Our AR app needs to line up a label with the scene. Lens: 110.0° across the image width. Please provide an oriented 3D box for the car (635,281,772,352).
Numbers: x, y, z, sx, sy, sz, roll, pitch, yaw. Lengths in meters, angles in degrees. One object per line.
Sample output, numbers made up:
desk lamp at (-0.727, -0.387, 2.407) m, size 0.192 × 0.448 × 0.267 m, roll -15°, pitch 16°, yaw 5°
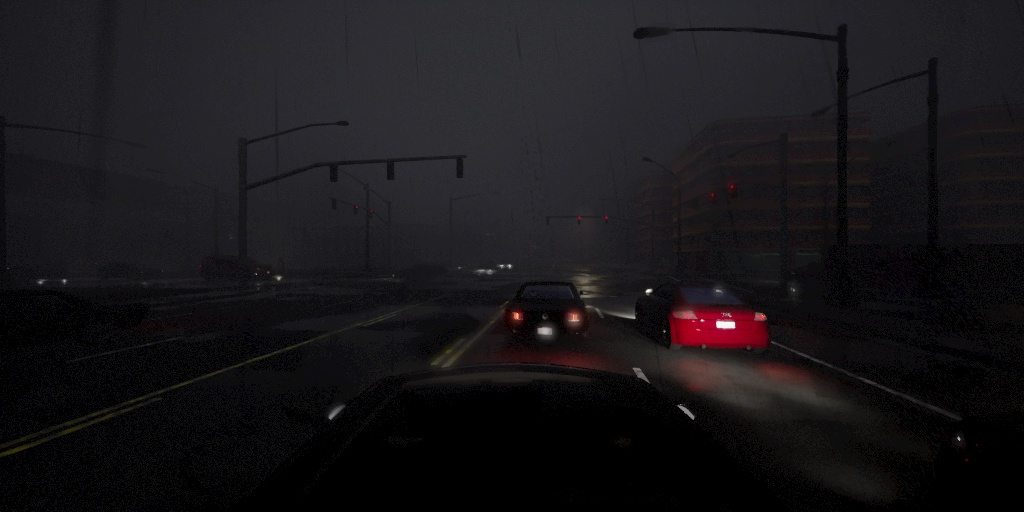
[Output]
car at (4.435, 1.314, 8.990) m, size 1.994 × 1.385 × 4.181 m, roll 0°, pitch 0°, yaw 7°

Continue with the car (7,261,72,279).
car at (-42.464, 1.351, 31.958) m, size 4.718 × 1.301 × 1.895 m, roll 0°, pitch 0°, yaw 13°

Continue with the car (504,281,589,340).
car at (1.035, 1.351, 10.003) m, size 1.895 × 1.301 × 4.718 m, roll 0°, pitch 0°, yaw 8°

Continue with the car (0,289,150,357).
car at (-10.139, 1.351, 6.682) m, size 1.895 × 1.301 × 4.718 m, roll 0°, pitch 0°, yaw 6°

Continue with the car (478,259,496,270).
car at (-3.476, 1.156, 50.365) m, size 1.994 × 1.385 × 4.181 m, roll 0°, pitch 1°, yaw 8°

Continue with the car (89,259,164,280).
car at (-32.397, 1.228, 30.468) m, size 5.008 × 1.535 × 1.882 m, roll 0°, pitch 0°, yaw 7°

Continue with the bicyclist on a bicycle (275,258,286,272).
bicyclist on a bicycle at (-26.263, 1.053, 40.776) m, size 0.582 × 1.620 × 1.656 m, roll 0°, pitch 0°, yaw 7°

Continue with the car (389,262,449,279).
car at (-8.416, 1.274, 33.045) m, size 2.033 × 1.411 × 5.357 m, roll 0°, pitch 1°, yaw 45°

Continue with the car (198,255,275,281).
car at (-22.403, 0.971, 29.250) m, size 5.566 × 2.045 × 2.150 m, roll 0°, pitch 0°, yaw 7°

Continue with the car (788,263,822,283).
car at (23.398, 1.276, 27.514) m, size 4.674 × 1.442 × 1.812 m, roll 0°, pitch 0°, yaw 6°

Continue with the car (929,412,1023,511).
car at (3.641, 1.242, 0.280) m, size 2.128 × 1.511 × 4.902 m, roll 0°, pitch 0°, yaw 1°
